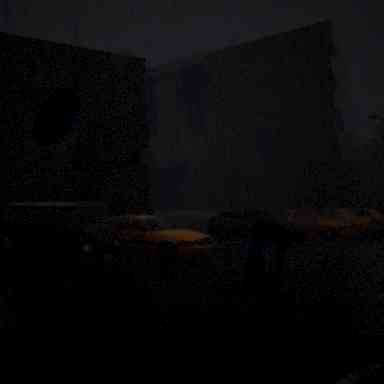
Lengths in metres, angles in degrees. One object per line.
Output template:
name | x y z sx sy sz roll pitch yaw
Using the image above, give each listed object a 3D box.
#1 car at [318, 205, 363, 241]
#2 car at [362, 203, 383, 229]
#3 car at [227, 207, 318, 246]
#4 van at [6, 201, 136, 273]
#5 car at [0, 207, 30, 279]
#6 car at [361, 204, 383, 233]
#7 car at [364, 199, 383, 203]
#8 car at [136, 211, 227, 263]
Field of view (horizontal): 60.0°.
car | 5.662 1.580 17.399 5.366 1.575 1.946 -1 -1 34
car | 10.217 1.662 21.098 5.366 1.575 1.946 -1 -1 34
car | 3.104 1.586 15.747 4.792 1.488 2.163 -1 -1 35
van | -4.134 1.276 10.487 4.442 1.987 1.878 -1 -1 35
car | -6.649 1.374 8.792 4.553 1.767 2.185 -1 -1 35
car | 7.788 1.621 19.350 5.366 1.575 1.946 -1 -1 34
car | 12.776 1.461 22.757 5.566 2.045 2.435 -1 -1 34
car | -1.638 1.511 12.182 5.366 1.575 1.946 -1 -1 35
